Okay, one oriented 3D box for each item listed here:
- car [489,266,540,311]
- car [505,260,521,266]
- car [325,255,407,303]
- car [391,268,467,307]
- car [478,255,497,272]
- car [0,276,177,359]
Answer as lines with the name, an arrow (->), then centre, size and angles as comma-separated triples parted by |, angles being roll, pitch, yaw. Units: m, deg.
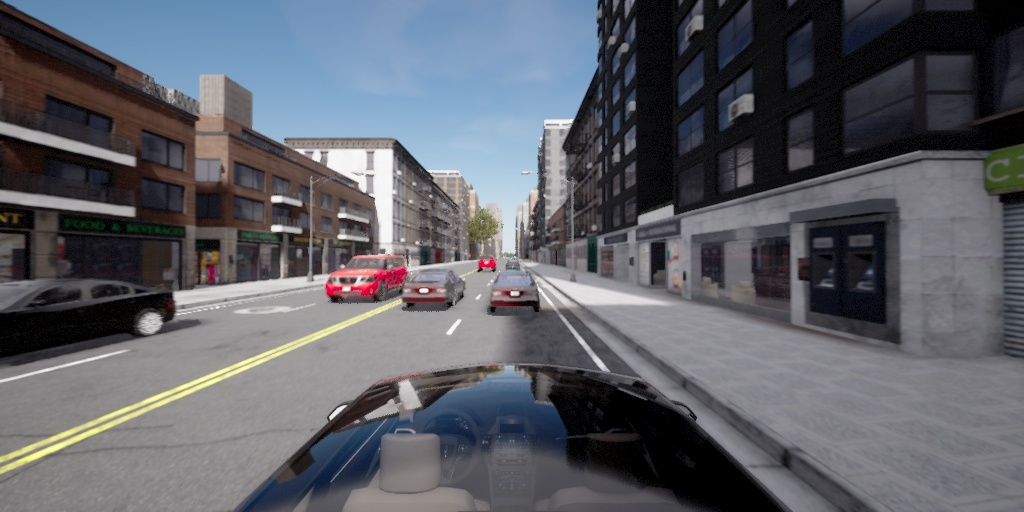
car -> 0.094, 1.287, 14.389 | 2.033, 1.411, 5.357 | 0, 0, 0
car -> 0.105, 1.211, 48.373 | 2.128, 1.511, 4.902 | 0, 0, 0
car -> -6.596, 0.958, 17.066 | 2.150, 2.045, 5.566 | 0, 0, 0
car -> -3.152, 1.286, 15.350 | 2.033, 1.411, 5.357 | 0, 0, 0
car -> -3.144, 0.941, 46.405 | 2.150, 2.045, 5.566 | 0, 0, 0
car -> -9.849, 1.224, 7.401 | 1.882, 1.535, 5.008 | 0, 0, 0
